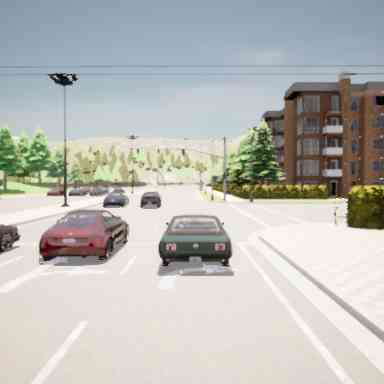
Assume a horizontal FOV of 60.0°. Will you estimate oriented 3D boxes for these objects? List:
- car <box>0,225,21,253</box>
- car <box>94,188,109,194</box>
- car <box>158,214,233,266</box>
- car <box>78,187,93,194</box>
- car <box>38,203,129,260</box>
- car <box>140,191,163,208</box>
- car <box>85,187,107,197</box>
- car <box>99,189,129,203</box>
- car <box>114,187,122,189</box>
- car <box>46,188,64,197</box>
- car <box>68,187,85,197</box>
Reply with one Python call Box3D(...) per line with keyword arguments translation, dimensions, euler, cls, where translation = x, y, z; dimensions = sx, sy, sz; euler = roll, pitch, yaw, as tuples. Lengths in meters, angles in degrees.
Box3D(translation=(-6.906, 1.312, 9.153), dimensions=(2.033, 1.411, 5.357), euler=(0, 1, 0), cls="car")
Box3D(translation=(-19.674, -0.259, 72.674), dimensions=(1.895, 1.301, 4.718), euler=(0, 1, 0), cls="car")
Box3D(translation=(0.095, 1.330, 10.435), dimensions=(1.895, 1.301, 4.718), euler=(0, 1, 0), cls="car")
Box3D(translation=(-23.175, -0.322, 72.418), dimensions=(1.812, 1.442, 4.674), euler=(0, 1, 0), cls="car")
Box3D(translation=(-3.416, 1.274, 11.208), dimensions=(1.994, 1.385, 4.181), euler=(0, 1, 0), cls="car")
Box3D(translation=(-3.932, 0.671, 32.495), dimensions=(1.837, 1.490, 4.892), euler=(0, 1, -2), cls="car")
Box3D(translation=(-16.223, 0.050, 56.981), dimensions=(1.837, 1.490, 4.892), euler=(0, 2, 0), cls="car")
Box3D(translation=(-7.458, 0.719, 33.011), dimensions=(1.994, 1.385, 4.181), euler=(0, 1, -2), cls="car")
Box3D(translation=(-16.174, -0.339, 72.938), dimensions=(1.812, 1.442, 4.674), euler=(0, 1, 0), cls="car")
Box3D(translation=(-23.217, 0.025, 57.047), dimensions=(1.882, 1.535, 5.008), euler=(0, 2, 0), cls="car")
Box3D(translation=(-19.721, 0.111, 56.955), dimensions=(1.994, 1.385, 4.181), euler=(0, 1, 0), cls="car")
